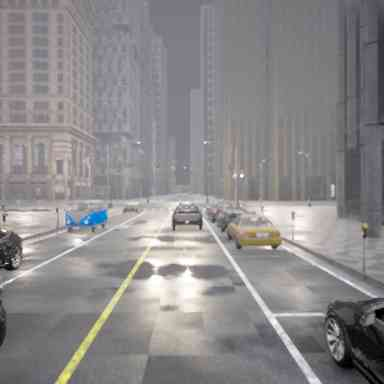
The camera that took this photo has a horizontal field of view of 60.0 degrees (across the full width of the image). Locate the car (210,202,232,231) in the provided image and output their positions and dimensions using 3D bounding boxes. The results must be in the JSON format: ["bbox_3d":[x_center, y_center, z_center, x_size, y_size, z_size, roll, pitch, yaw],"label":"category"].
[{"bbox_3d":[2.393,1.543,19.788,2.008,1.369,4.403,0,0,-1],"label":"car"}]

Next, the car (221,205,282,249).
[{"bbox_3d":[2.502,1.518,14.318,1.752,1.417,4.829,0,0,-1],"label":"car"}]

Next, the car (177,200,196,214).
[{"bbox_3d":[-0.604,1.598,36.109,1.895,1.301,4.718,0,0,-1],"label":"car"}]

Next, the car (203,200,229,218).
[{"bbox_3d":[2.168,1.540,31.068,2.008,1.369,4.403,0,0,-1],"label":"car"}]

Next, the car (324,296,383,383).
[{"bbox_3d":[2.730,1.557,2.869,1.947,1.339,4.313,0,0,-1],"label":"car"}]

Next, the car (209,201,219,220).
[{"bbox_3d":[2.280,1.431,25.428,1.967,1.590,4.097,0,0,-1],"label":"car"}]

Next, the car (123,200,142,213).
[{"bbox_3d":[-6.468,1.570,36.536,2.008,1.369,4.403,0,0,-1],"label":"car"}]

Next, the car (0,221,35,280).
[{"bbox_3d":[-5.906,1.589,8.337,1.947,1.339,4.313,0,0,-1],"label":"car"}]

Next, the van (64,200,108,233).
[{"bbox_3d":[-6.132,1.364,19.617,1.690,1.788,3.998,0,0,-1],"label":"van"}]

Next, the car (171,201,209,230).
[{"bbox_3d":[-0.307,1.492,21.262,2.128,1.511,4.902,0,0,-1],"label":"car"}]

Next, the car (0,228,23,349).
[{"bbox_3d":[-3.105,1.233,1.468,2.150,2.045,5.566,0,0,-1],"label":"car"}]
